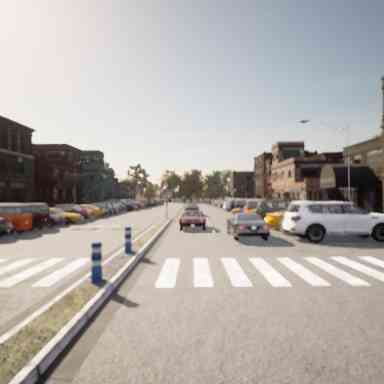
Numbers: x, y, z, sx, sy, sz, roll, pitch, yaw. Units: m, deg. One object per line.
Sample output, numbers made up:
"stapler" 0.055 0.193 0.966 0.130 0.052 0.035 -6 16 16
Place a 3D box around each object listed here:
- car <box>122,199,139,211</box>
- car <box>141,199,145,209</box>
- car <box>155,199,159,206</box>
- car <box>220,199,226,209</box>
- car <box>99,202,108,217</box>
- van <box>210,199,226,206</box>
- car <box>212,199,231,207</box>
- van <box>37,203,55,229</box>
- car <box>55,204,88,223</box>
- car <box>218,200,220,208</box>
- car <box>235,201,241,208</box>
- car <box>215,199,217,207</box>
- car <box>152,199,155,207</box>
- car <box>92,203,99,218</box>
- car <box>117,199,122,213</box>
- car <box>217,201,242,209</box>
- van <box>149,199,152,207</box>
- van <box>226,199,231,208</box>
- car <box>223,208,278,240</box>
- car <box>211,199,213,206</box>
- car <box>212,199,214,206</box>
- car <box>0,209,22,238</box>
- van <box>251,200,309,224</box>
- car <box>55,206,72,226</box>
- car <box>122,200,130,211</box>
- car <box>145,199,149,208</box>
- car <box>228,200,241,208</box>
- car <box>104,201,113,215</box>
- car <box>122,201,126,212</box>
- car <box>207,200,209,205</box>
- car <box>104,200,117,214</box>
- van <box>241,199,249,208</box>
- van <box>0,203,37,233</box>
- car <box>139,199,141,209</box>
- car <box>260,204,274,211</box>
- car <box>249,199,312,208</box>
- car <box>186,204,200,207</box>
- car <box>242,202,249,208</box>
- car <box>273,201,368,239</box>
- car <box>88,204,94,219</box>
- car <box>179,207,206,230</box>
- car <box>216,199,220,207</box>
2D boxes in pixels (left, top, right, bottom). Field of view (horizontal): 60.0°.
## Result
"car" -12.662 2.310 57.454 5.566 2.045 2.435 -1 -1 0
"car" -12.673 2.472 65.787 5.566 2.045 2.435 -1 -1 0
"car" -12.705 3.015 90.669 5.566 2.045 2.435 -1 -1 0
"car" 7.552 2.004 50.503 5.566 2.045 2.435 -1 -1 0
"car" -12.657 2.226 38.001 5.008 1.535 2.097 -1 -1 0
"van" 7.314 2.932 94.607 4.442 1.987 1.878 -1 -1 0
"car" 7.424 2.780 83.578 4.553 1.767 2.185 -1 -1 0
"van" -12.761 1.783 24.107 4.442 1.987 1.878 -1 -1 0
"car" -12.464 2.090 29.663 5.366 1.575 1.946 -1 -1 0
"car" 7.538 2.433 58.767 4.792 1.488 2.163 -1 -1 0
"car" 7.554 2.071 36.713 4.674 1.452 2.002 -1 -1 0
"car" 7.682 2.503 64.281 5.366 1.575 1.946 -1 -1 0
"car" -12.751 2.827 82.460 5.566 2.045 2.435 -1 -1 0
"car" -12.690 2.056 35.222 4.553 1.767 2.185 -1 -1 0
"car" -12.642 2.238 46.337 4.553 1.767 2.185 -1 -1 0
"car" 7.489 2.601 67.037 4.674 1.452 2.002 -1 -1 0
"van" -12.603 2.788 79.680 4.442 1.987 1.878 -1 -1 0
"van" 7.647 1.982 47.745 4.442 1.987 1.878 -1 -1 0
"car" 3.056 1.871 18.971 2.033 1.411 5.357 -1 -1 0
"car" 7.467 2.730 75.307 4.892 1.521 2.231 -1 -1 0
"car" 7.473 2.673 72.551 4.892 1.521 2.231 -1 -1 0
"car" -12.628 1.919 18.546 4.892 1.521 2.231 -1 -1 0
"van" 7.455 1.680 28.445 4.442 1.987 1.878 -1 -1 0
"car" -12.648 2.092 26.882 4.674 1.452 2.002 -1 -1 0
"car" -12.674 2.462 51.892 4.892 1.521 2.231 -1 -1 0
"car" -12.707 2.933 73.993 4.674 1.452 2.002 -1 -1 0
"car" 7.365 2.073 39.470 5.366 1.575 1.946 -1 -1 0
"car" -12.671 2.272 40.777 4.892 1.521 2.231 -1 -1 0
"car" -12.673 2.451 49.113 4.674 1.452 2.002 -1 -1 0
"car" 7.444 3.093 91.845 5.008 1.535 2.097 -1 -1 0
"car" -12.639 2.190 43.557 4.553 1.767 2.185 -1 -1 0
"van" 7.677 1.761 33.961 4.442 1.987 1.878 -1 -1 0
"van" -12.757 1.738 21.328 4.442 1.987 1.878 -1 -1 0
"car" -12.506 2.610 60.227 5.366 1.575 1.946 -1 -1 0
"car" 7.581 1.818 22.802 5.008 1.535 2.097 -1 -1 0
"car" 7.606 1.611 25.688 5.566 2.045 2.435 -1 -1 0
"car" 0.007 2.206 41.450 1.837 1.490 4.892 -1 -1 0
"car" 7.574 1.946 31.199 5.008 1.535 2.097 -1 -1 0
"car" 7.622 1.649 20.048 4.553 1.767 2.185 -1 -1 0
"car" -12.648 2.138 32.441 5.008 1.535 2.097 -1 -1 0
"car" 0.041 2.048 24.959 1.895 1.301 4.718 -1 -1 0
"car" 7.496 2.456 61.525 4.892 1.521 2.231 -1 -1 0
